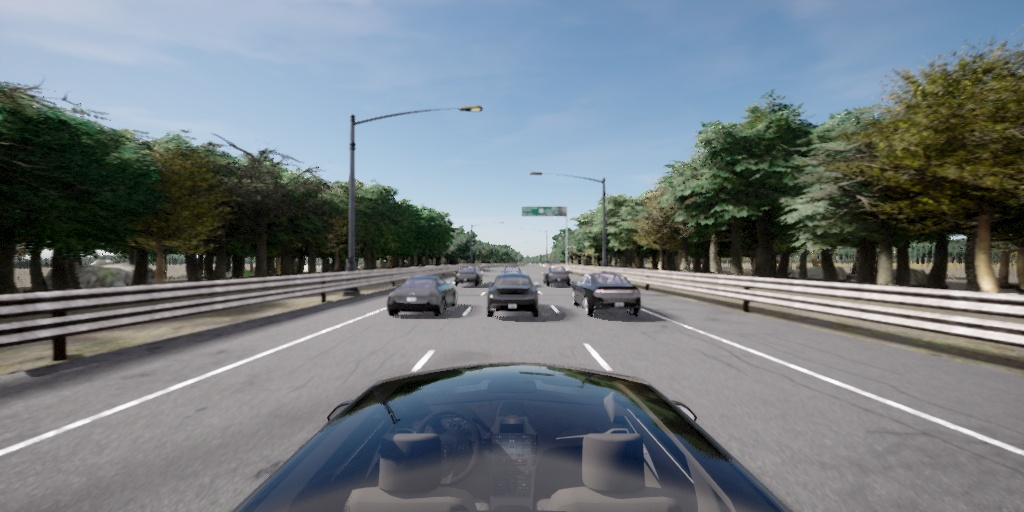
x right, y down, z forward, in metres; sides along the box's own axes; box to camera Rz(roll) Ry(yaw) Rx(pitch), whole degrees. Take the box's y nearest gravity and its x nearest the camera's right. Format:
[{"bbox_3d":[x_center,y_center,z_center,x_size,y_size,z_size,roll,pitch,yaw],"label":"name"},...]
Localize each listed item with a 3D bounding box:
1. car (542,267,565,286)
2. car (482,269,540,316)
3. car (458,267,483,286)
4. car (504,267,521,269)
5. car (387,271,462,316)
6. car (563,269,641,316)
[{"bbox_3d":[3.546,1.623,29.167,2.128,1.511,4.902,0,-1,1],"label":"car"},{"bbox_3d":[0.046,1.426,14.204,1.837,1.490,4.892,0,0,1],"label":"car"},{"bbox_3d":[-3.454,1.623,29.183,2.128,1.511,4.902,0,-1,1],"label":"car"},{"bbox_3d":[0.046,1.624,29.177,2.128,1.511,4.902,0,-1,1],"label":"car"},{"bbox_3d":[-3.450,1.487,14.403,1.994,1.385,4.181,0,-1,1],"label":"car"},{"bbox_3d":[3.546,1.411,14.185,2.128,1.511,4.902,0,-1,1],"label":"car"}]
